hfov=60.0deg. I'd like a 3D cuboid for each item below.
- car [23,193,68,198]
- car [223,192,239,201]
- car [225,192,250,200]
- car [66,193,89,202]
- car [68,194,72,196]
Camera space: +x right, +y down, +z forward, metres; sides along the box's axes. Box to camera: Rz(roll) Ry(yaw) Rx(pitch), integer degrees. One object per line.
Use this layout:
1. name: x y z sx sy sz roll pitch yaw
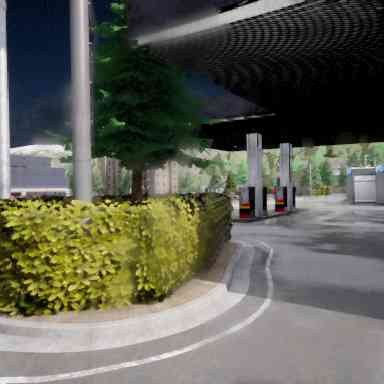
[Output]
1. car: -14.795 1.183 33.599 3.866 1.878 1.905 -1 1 35
2. car: 7.405 0.851 63.928 5.027 1.636 2.152 -1 1 35
3. car: 9.177 0.812 66.517 4.514 1.523 2.007 -1 1 35
4. car: -22.926 1.103 66.494 4.605 1.855 1.932 -1 1 35
5. car: -24.271 1.124 63.885 3.866 1.878 1.905 -1 1 35
